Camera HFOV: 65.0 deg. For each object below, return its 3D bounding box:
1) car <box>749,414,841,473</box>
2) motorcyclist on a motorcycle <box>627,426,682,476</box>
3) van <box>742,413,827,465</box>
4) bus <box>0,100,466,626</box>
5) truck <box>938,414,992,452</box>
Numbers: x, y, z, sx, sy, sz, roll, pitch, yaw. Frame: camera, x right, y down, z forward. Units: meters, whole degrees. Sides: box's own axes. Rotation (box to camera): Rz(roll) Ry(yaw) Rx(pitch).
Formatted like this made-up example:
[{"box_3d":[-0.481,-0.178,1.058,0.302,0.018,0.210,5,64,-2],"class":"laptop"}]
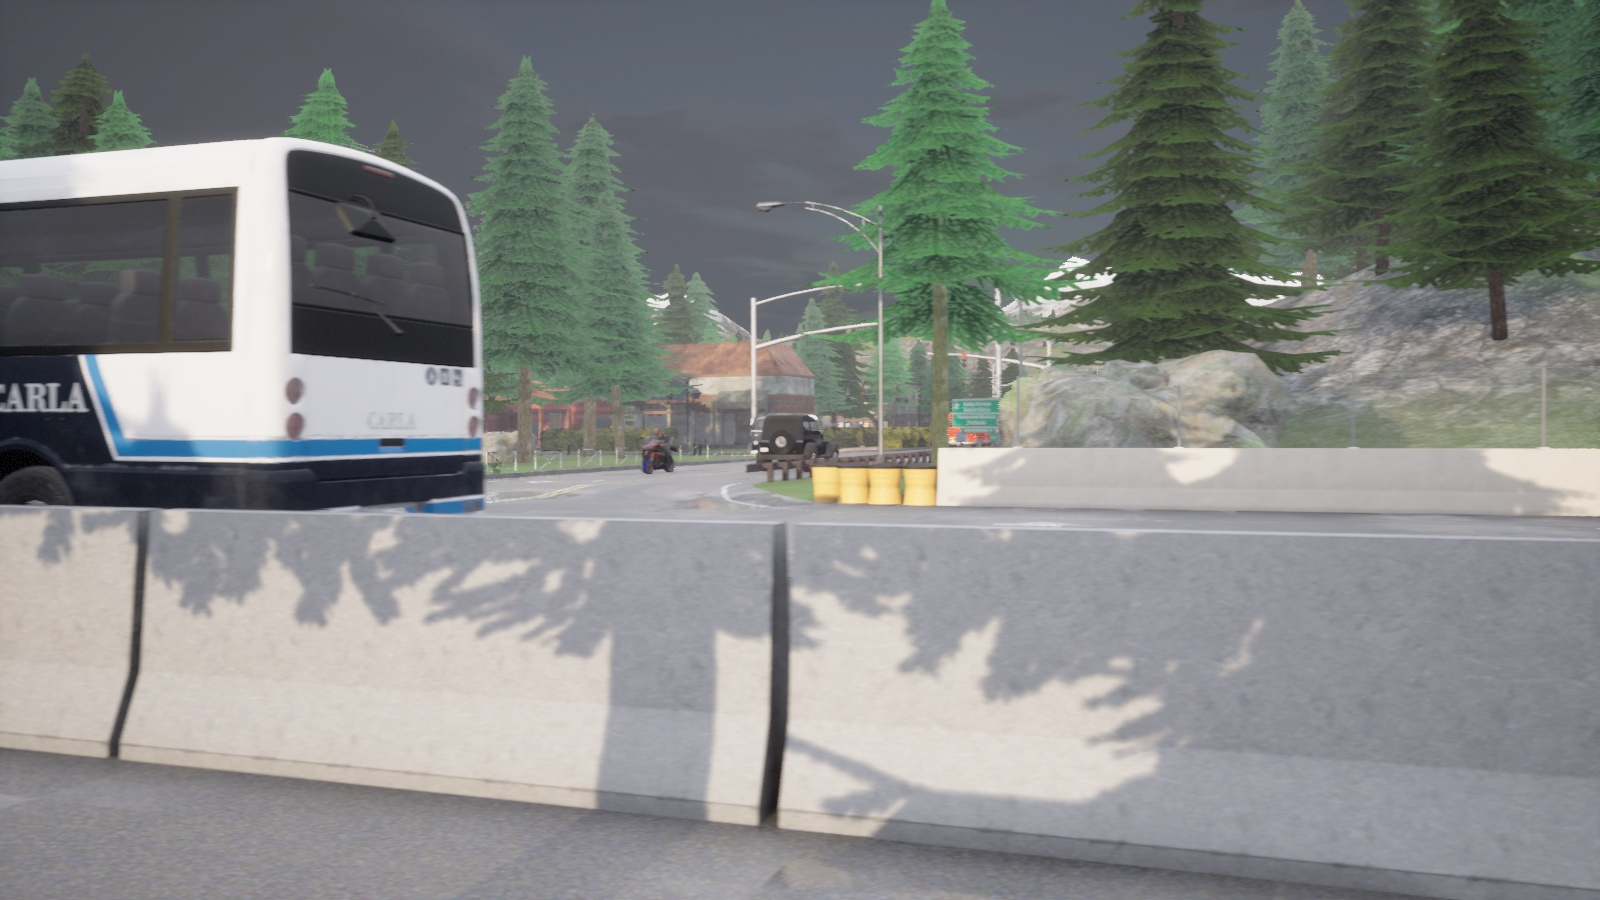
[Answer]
[{"box_3d":[-0.128,-0.249,42.160,1.905,1.878,3.866,1,1,19],"class":"car"},{"box_3d":[-4.613,0.009,39.923,0.866,1.530,2.191,1,1,19],"class":"motorcyclist on a motorcycle"},{"box_3d":[-0.585,-0.473,51.511,2.069,2.038,4.480,1,1,19],"class":"van"},{"box_3d":[-9.207,-0.803,13.655,10.273,4.253,3.944,1,1,19],"class":"bus"},{"box_3d":[11.323,-1.191,85.792,2.627,2.467,5.204,1,1,19],"class":"truck"}]
